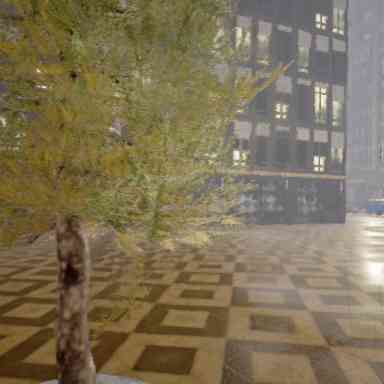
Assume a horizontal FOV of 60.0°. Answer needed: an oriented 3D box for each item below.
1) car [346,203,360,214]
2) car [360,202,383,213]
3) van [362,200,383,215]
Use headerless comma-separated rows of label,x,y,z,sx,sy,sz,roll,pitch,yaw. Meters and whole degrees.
car,18.822,2.014,41.555,1.802,1.307,4.206,1,-1,-22
car,25.821,2.185,46.086,1.887,1.381,4.507,1,-1,-21
van,21.006,1.721,36.458,1.690,1.788,3.998,1,-1,-22
